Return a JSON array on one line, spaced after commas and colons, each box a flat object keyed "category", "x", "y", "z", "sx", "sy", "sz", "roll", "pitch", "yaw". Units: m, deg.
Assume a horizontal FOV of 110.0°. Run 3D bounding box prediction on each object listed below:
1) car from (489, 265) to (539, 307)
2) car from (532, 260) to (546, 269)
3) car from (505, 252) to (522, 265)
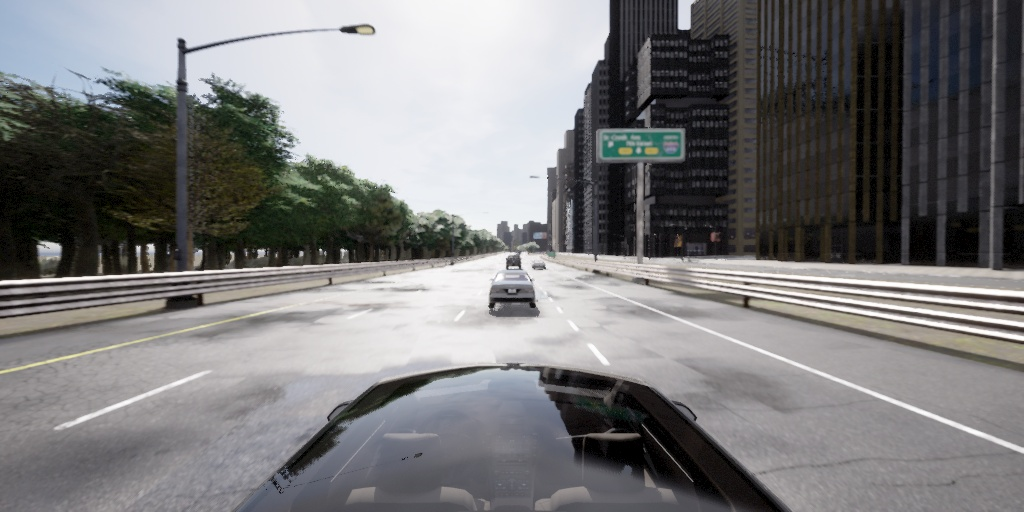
[{"category": "car", "x": 0.013, "y": 1.295, "z": 15.377, "sx": 2.033, "sy": 1.411, "sz": 5.357, "roll": 0, "pitch": 0, "yaw": 0}, {"category": "car", "x": 3.862, "y": 1.224, "z": 52.803, "sx": 1.895, "sy": 1.301, "sz": 4.718, "roll": 0, "pitch": 0, "yaw": 1}, {"category": "car", "x": 0.248, "y": 0.851, "z": 51.643, "sx": 2.150, "sy": 2.045, "sz": 5.566, "roll": 0, "pitch": 0, "yaw": 1}]
